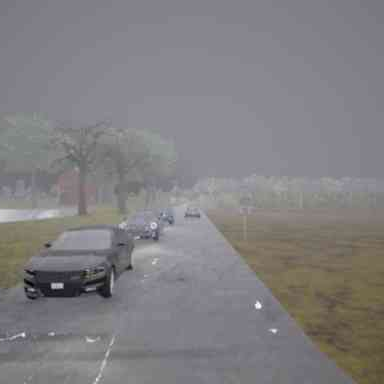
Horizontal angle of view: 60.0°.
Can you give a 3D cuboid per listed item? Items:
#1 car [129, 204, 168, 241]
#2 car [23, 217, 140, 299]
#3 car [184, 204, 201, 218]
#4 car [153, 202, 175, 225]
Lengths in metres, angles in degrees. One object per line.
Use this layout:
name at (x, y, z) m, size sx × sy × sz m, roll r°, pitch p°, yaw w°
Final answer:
car at (-2.809, 1.802, 19.386) m, size 2.097 × 1.767 × 4.553 m, roll 0°, pitch -1°, yaw 0°
car at (-2.788, 1.686, 9.238) m, size 1.882 × 1.535 × 5.008 m, roll 0°, pitch -1°, yaw -1°
car at (0.078, 2.521, 41.393) m, size 1.994 × 1.385 × 4.181 m, roll 0°, pitch -1°, yaw 0°
car at (-2.778, 1.953, 31.210) m, size 2.150 × 2.045 × 5.566 m, roll 0°, pitch -2°, yaw 0°
